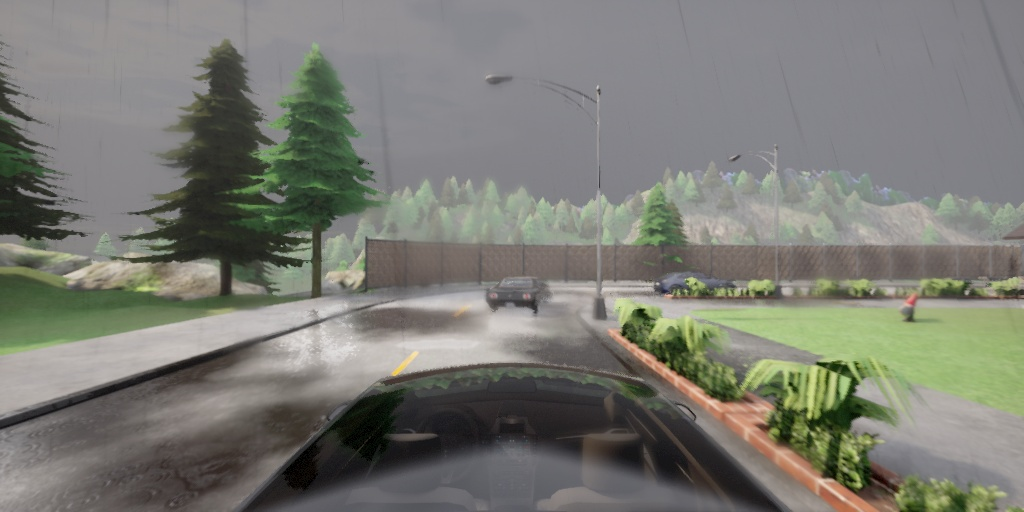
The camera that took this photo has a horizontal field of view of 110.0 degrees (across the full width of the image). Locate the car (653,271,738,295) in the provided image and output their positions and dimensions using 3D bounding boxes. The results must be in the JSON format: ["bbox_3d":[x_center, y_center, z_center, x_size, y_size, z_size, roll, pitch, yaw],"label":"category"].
[{"bbox_3d":[10.101,1.516,19.960,4.181,1.385,1.994,0,-1,0],"label":"car"}]

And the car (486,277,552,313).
[{"bbox_3d":[0.457,1.499,14.944,1.895,1.301,4.718,0,-1,13],"label":"car"}]
